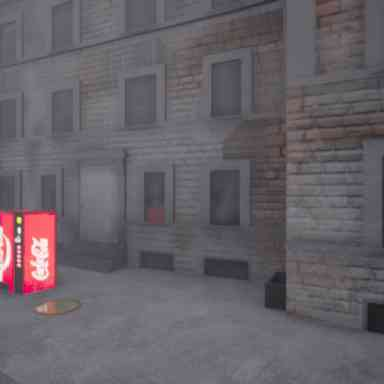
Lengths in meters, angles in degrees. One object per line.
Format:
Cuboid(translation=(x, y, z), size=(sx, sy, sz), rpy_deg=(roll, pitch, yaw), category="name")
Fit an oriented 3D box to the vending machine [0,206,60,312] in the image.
Cuboid(translation=(-3.727, 1.405, 7.510), size=(0.880, 2.100, 1.100), rpy_deg=(0, 0, 35), category="vending machine")
